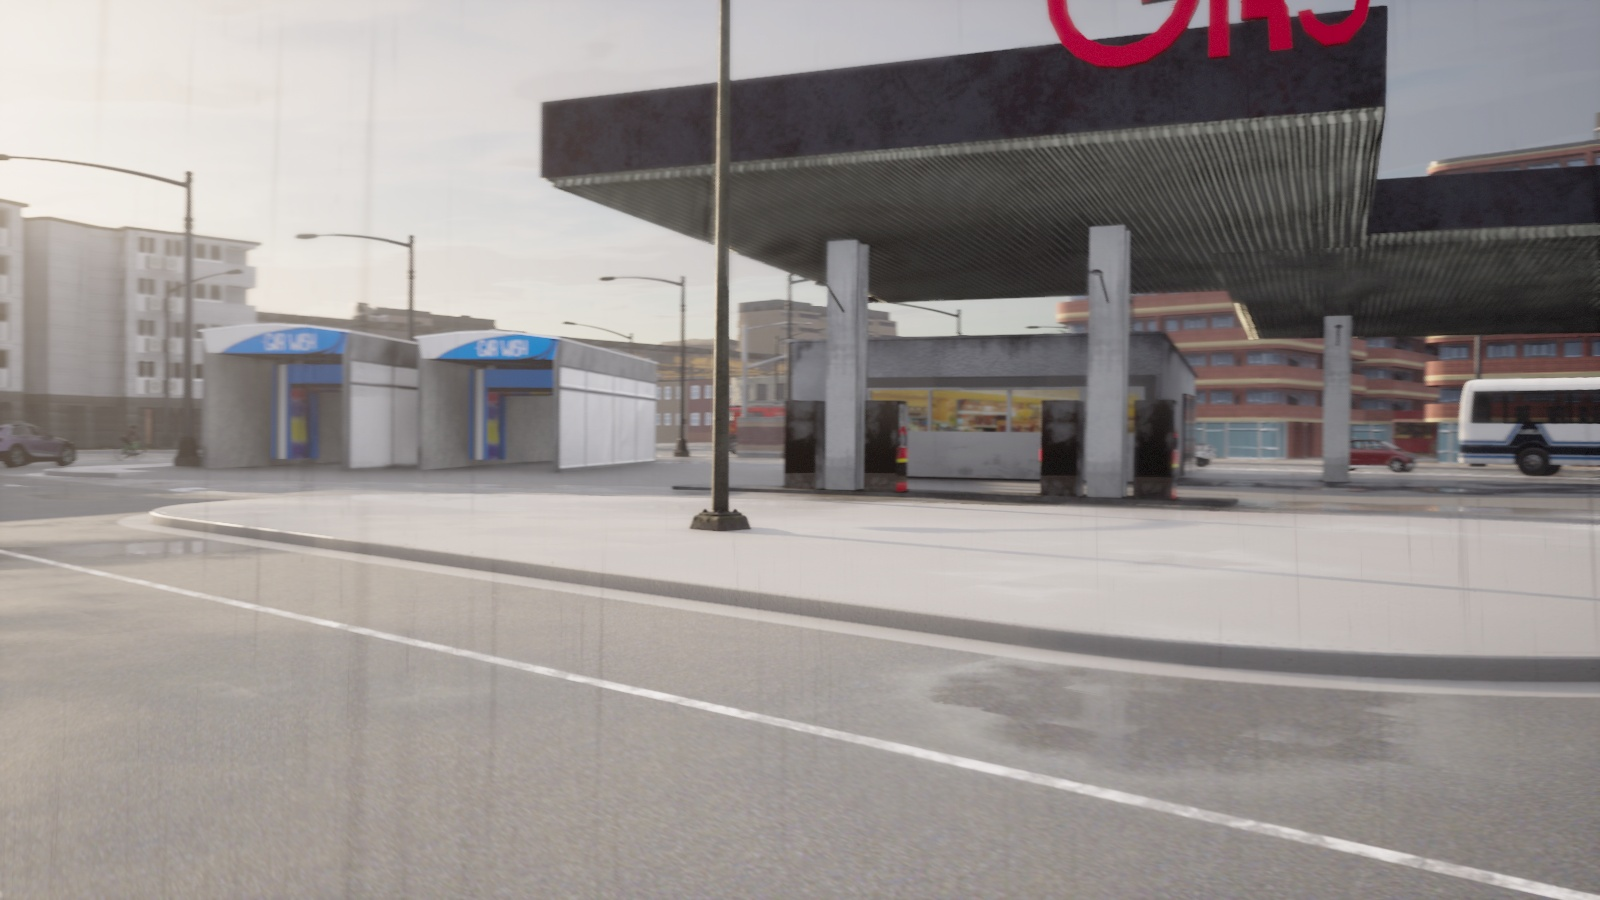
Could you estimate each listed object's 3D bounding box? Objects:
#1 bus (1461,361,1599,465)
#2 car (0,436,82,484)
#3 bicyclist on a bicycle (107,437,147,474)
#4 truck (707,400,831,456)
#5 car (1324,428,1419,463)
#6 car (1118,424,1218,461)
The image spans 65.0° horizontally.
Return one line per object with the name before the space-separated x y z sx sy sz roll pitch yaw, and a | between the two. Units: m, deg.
bus | 33.967 -1.553 52.816 10.273 4.253 3.944 0 1 41
car | -28.959 0.331 46.304 2.033 1.649 4.856 -1 1 2
bicyclist on a bicycle | -30.415 0.238 56.798 0.582 1.620 1.656 0 1 17
truck | -2.218 -1.520 88.715 8.468 3.827 2.891 0 1 31
car | 26.805 -0.216 58.987 3.705 1.549 1.789 0 1 41
car | 19.172 -0.397 65.537 4.605 1.855 1.932 0 1 41
